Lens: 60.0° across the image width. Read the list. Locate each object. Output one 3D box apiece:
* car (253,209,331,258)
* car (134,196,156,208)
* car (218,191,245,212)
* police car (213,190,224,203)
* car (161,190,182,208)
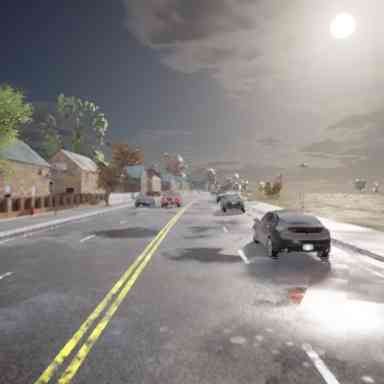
[{"bbox_3d":[3.449,1.382,12.216,1.837,1.490,4.892,0,0,1],"label":"car"},{"bbox_3d":[-5.646,1.140,40.614,2.033,1.411,5.357,0,1,3],"label":"car"},{"bbox_3d":[3.998,1.020,33.365,2.097,1.767,4.553,0,1,2],"label":"car"},{"bbox_3d":[4.886,0.887,53.919,1.930,1.638,5.238,0,1,3],"label":"police car"},{"bbox_3d":[-2.401,0.817,40.353,2.150,2.045,5.566,0,1,3],"label":"car"}]
